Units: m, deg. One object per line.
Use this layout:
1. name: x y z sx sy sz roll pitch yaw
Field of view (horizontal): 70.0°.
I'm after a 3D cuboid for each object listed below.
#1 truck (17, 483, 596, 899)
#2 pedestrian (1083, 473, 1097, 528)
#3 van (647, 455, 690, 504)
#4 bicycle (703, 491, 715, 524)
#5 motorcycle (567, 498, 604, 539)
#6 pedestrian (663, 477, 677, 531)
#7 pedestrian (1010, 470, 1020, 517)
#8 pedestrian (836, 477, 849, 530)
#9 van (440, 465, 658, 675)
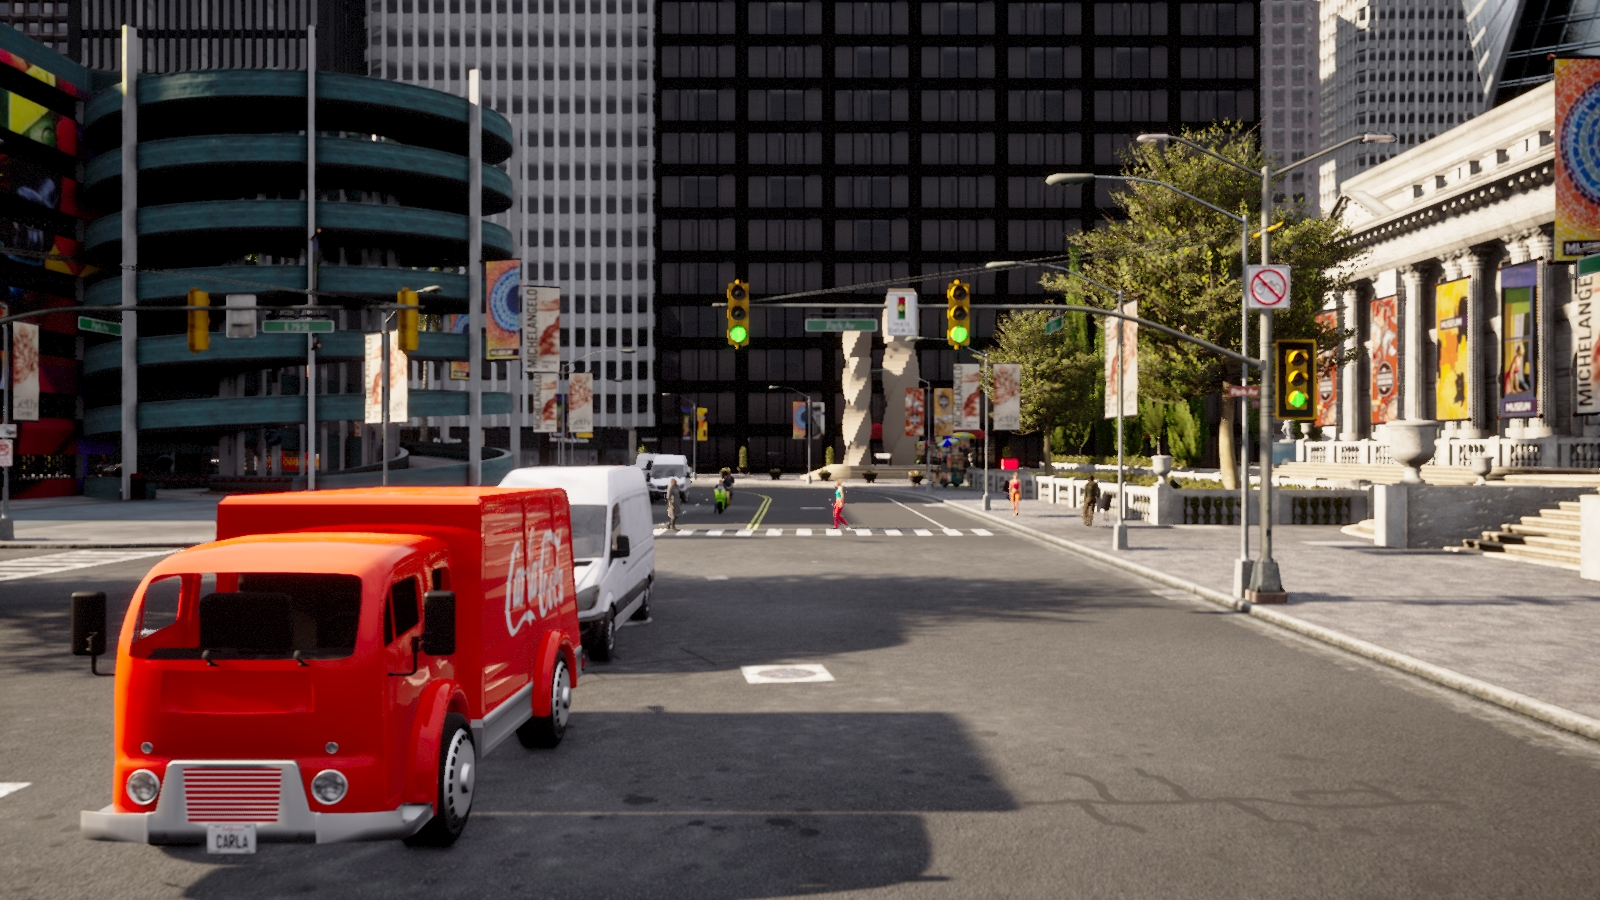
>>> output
1. truck: -3.498 1.577 9.629 2.627 2.467 5.204 0 0 0
2. pedestrian: 9.954 1.720 39.210 0.375 1.860 0.375 0 0 3
3. van: -7.178 1.572 63.025 1.988 2.561 5.915 0 0 -3
4. bicycle: -3.554 2.237 44.713 0.329 1.171 1.835 0 0 -1
5. motorcycle: -6.927 2.204 37.001 0.856 1.236 1.805 0 0 0
6. pedestrian: -4.503 1.872 39.572 0.375 1.860 0.375 0 0 12
7. pedestrian: 8.540 1.722 45.297 0.375 1.860 0.375 0 0 8
8. pedestrian: 1.481 1.873 40.108 0.375 1.860 0.375 0 0 -9
9. van: -3.510 1.546 17.250 1.988 2.561 5.915 0 0 0
